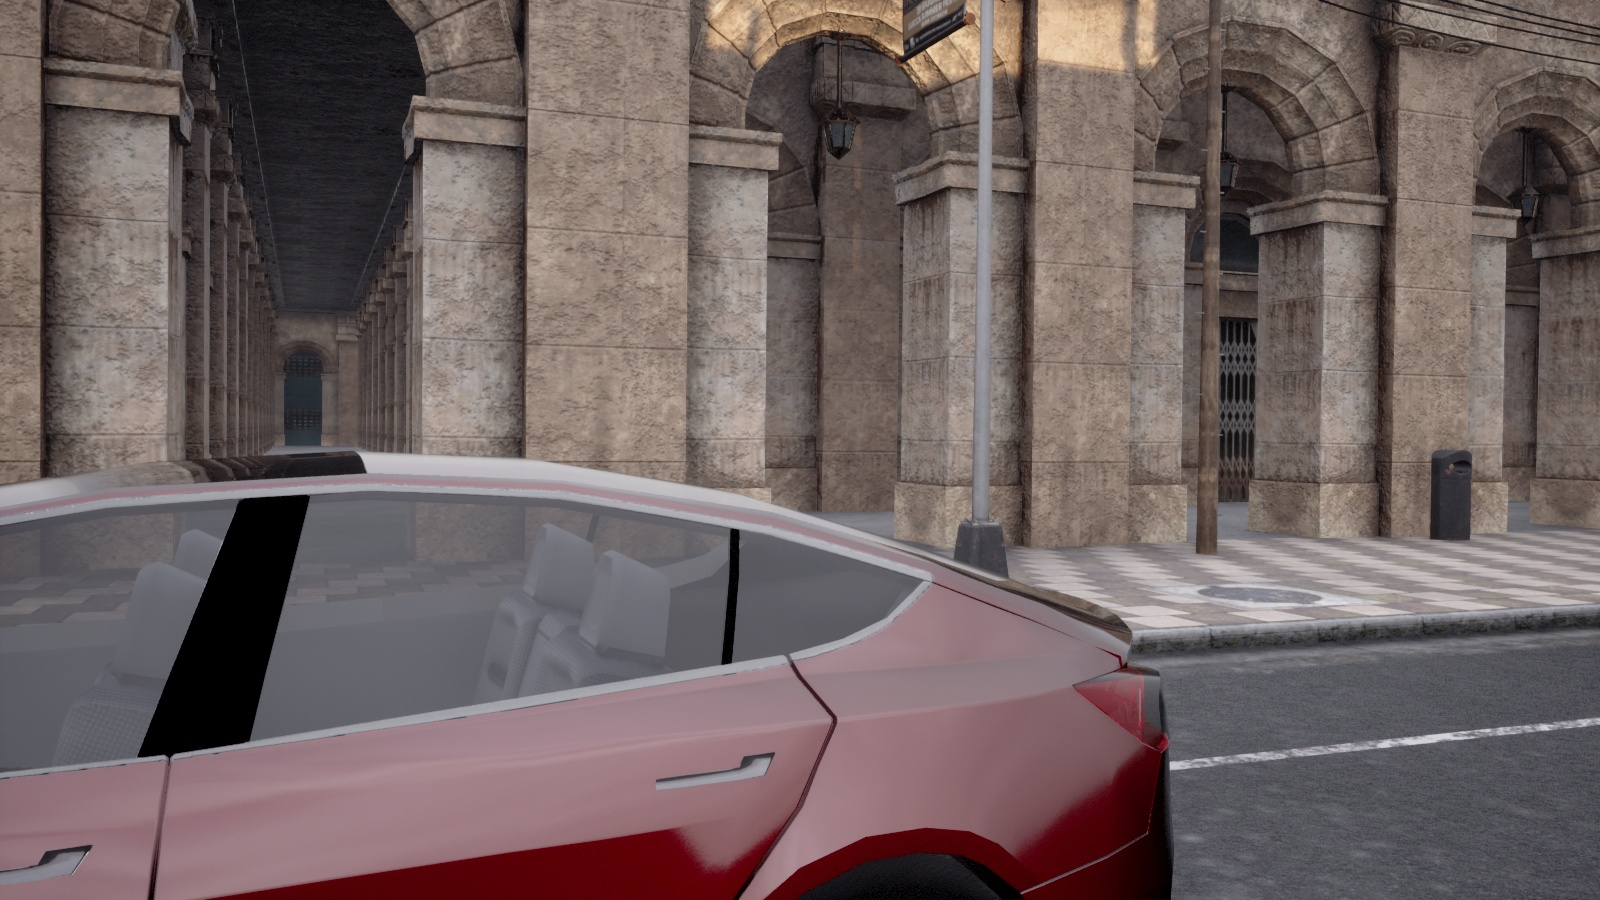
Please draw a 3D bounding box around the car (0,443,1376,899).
[{"bbox_3d":[-1.450,0.769,2.707,4.792,1.488,2.163,-1,1,-21],"label":"car"}]
